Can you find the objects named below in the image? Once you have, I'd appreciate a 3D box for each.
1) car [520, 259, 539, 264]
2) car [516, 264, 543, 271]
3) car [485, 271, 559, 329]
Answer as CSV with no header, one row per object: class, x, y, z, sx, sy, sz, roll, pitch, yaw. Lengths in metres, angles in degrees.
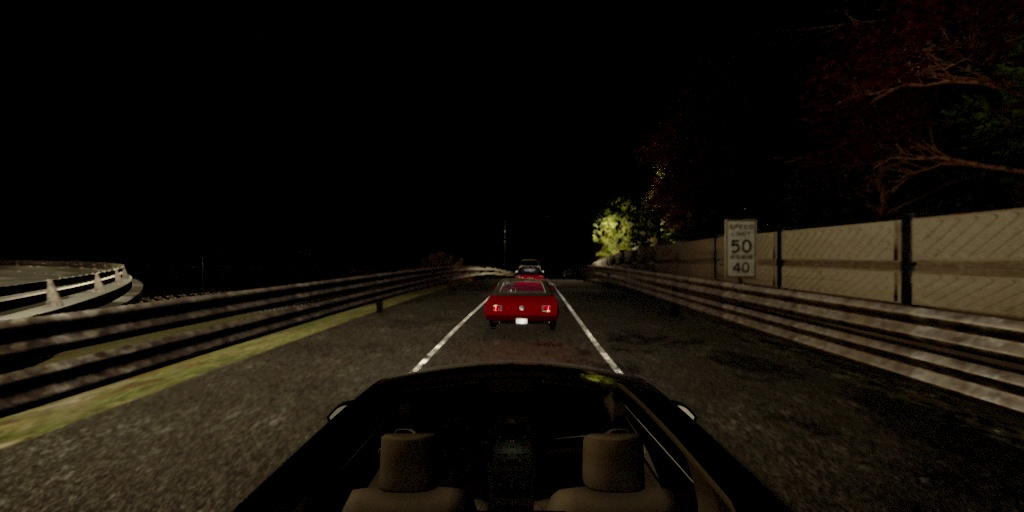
car,1.774,1.389,35.053,2.150,2.045,5.566,0,-2,4
car,1.134,1.380,22.947,1.994,1.385,4.181,0,-1,3
car,0.356,1.331,11.147,1.895,1.301,4.718,0,0,3
